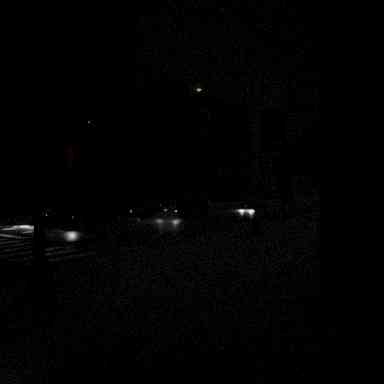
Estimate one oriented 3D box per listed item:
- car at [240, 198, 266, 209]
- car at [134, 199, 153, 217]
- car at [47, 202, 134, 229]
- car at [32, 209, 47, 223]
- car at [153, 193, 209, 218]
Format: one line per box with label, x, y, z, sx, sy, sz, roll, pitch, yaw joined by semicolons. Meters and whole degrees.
car;7.529;1.403;40.998;1.994;1.385;4.181;0;0;35
car;-3.825;1.402;30.608;2.128;1.511;4.902;0;0;35
car;-6.337;1.419;21.452;1.882;1.535;5.008;0;0;34
car;-8.940;1.511;23.388;1.994;1.385;4.181;0;0;35
car;-0.593;1.121;29.558;2.150;2.045;5.566;0;0;35
